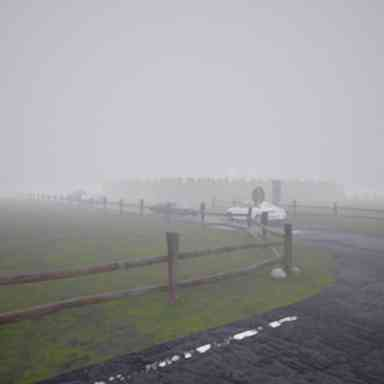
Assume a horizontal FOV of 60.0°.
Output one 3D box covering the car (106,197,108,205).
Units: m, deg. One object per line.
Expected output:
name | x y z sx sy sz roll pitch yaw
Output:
car | -13.745 1.046 48.398 1.837 1.490 4.892 1 0 -35

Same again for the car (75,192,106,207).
car | -13.014 1.082 42.441 1.812 1.442 4.674 1 0 -35

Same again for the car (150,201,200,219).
car | -1.382 1.364 26.203 1.895 1.301 4.718 1 0 -36

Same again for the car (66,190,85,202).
car | -19.604 0.658 56.466 2.150 2.045 5.566 1 0 -36

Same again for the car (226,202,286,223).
car | 4.339 1.388 23.129 1.812 1.442 4.674 1 0 -36
